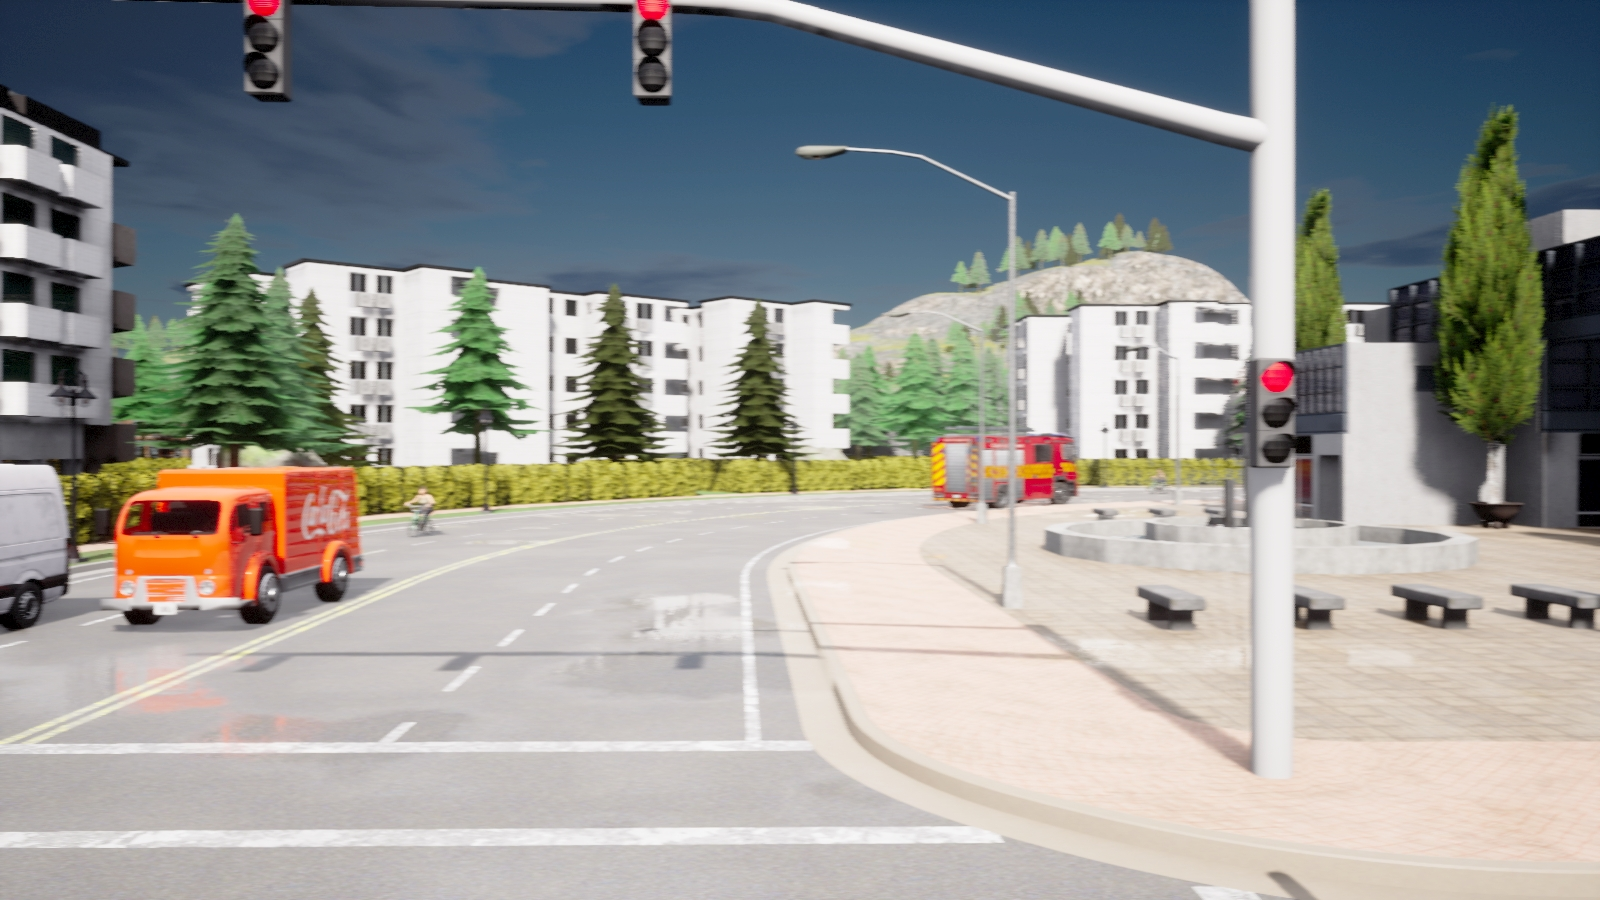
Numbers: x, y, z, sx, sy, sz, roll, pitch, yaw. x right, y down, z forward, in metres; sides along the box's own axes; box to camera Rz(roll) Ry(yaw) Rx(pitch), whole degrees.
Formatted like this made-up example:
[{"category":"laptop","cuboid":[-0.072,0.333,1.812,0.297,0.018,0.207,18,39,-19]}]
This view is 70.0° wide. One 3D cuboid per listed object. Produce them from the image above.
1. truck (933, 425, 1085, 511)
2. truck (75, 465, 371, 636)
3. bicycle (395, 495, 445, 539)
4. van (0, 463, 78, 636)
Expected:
[{"category":"truck","cuboid":[10.199,0.818,54.919,2.891,3.827,8.468,0,0,45]},{"category":"truck","cuboid":[-9.593,1.538,19.669,2.627,2.467,5.204,0,0,-2]},{"category":"bicycle","cuboid":[-11.979,2.105,36.083,0.859,1.276,1.487,1,0,11]},{"category":"van","cuboid":[-12.938,1.508,16.076,1.988,2.561,5.915,0,0,-2]}]
